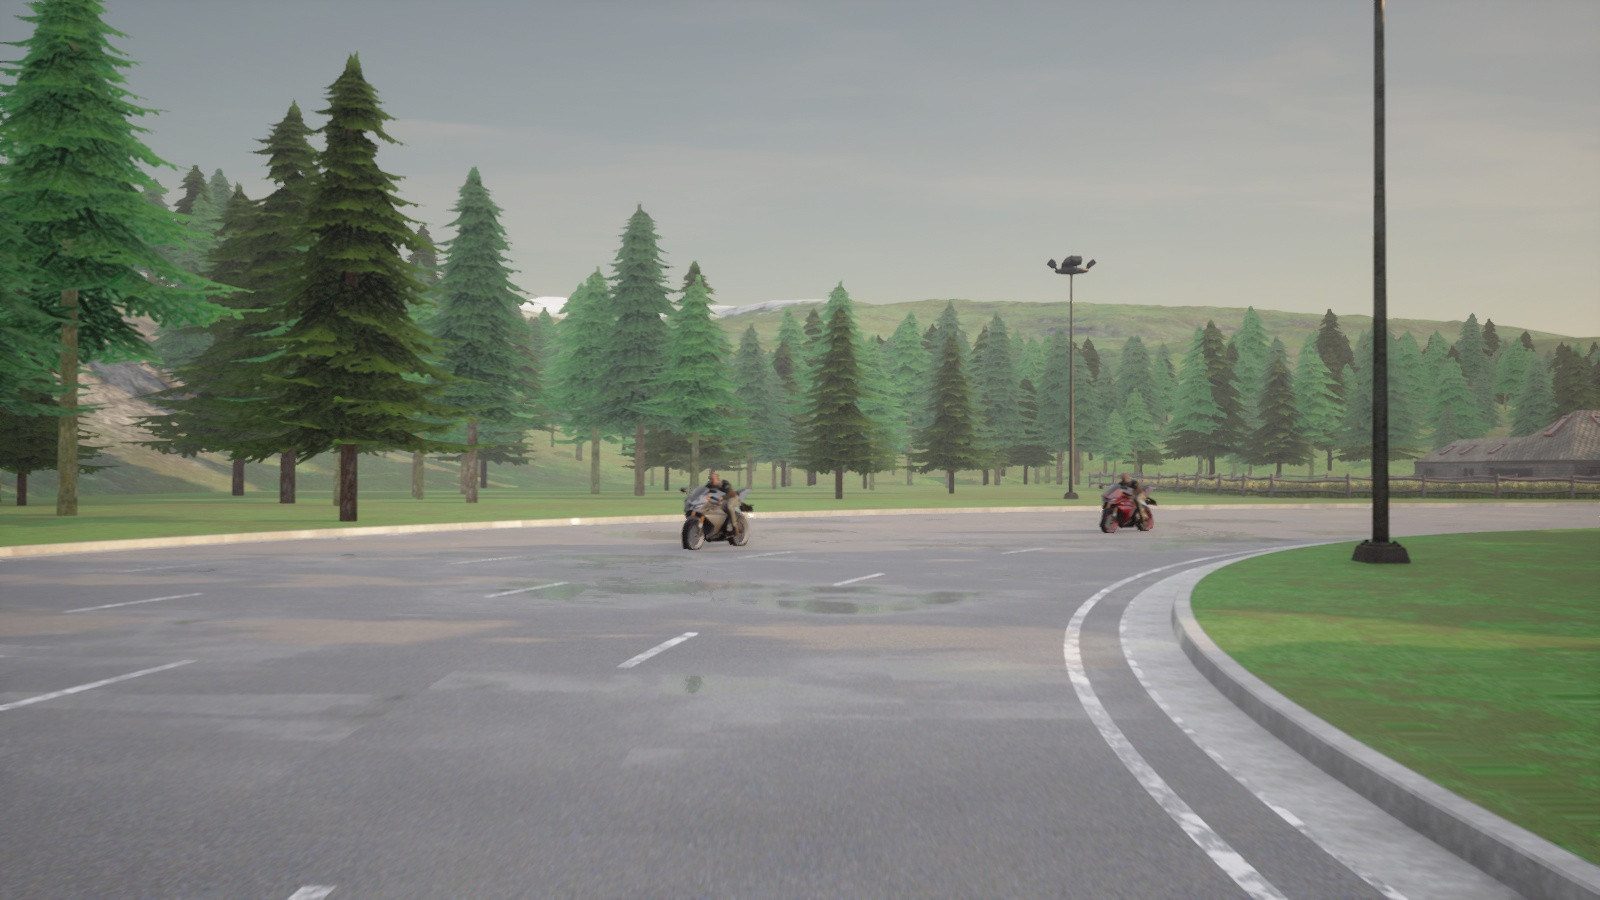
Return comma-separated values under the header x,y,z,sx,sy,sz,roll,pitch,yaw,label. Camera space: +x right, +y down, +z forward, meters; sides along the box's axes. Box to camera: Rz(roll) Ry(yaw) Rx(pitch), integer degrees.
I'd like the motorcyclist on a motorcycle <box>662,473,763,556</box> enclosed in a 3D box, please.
x,y,z,sx,sy,sz,roll,pitch,yaw,label
-1.690,1.232,24.650,0.866,1.530,2.191,0,-1,31,motorcyclist on a motorcycle

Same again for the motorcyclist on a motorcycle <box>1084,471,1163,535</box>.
x,y,z,sx,sy,sz,roll,pitch,yaw,label
8.112,1.297,31.448,2.191,1.530,0.866,1,-1,-42,motorcyclist on a motorcycle
